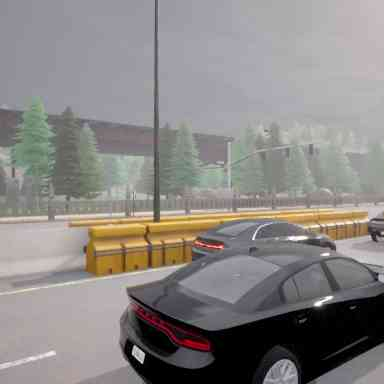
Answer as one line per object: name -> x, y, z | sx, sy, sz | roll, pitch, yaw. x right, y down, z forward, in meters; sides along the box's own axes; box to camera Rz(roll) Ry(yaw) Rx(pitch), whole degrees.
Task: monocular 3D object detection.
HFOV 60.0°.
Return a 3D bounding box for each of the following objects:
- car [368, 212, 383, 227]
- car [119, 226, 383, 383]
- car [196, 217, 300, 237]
car -> 9.909, 1.491, 15.124 | 4.902, 1.511, 2.128 | 0, 0, -36
car -> 1.474, 1.478, 4.798 | 5.008, 1.535, 1.882 | 0, 0, -36
car -> 2.242, 1.505, 9.650 | 4.892, 1.490, 1.837 | 0, 0, -35
